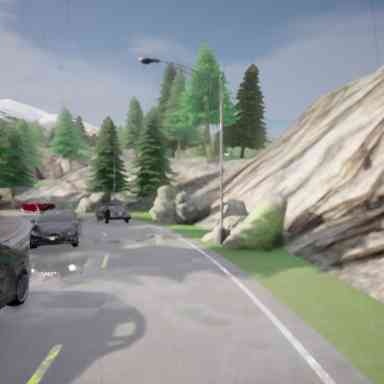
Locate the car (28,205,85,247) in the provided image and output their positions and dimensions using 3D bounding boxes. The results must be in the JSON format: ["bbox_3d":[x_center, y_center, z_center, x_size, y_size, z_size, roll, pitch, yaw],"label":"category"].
[{"bbox_3d":[-6.066,1.569,15.232,1.837,1.490,4.892,0,0,-16],"label":"car"}]

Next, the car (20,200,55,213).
[{"bbox_3d":[-18.243,1.654,39.239,5.008,1.535,1.882,0,0,32],"label":"car"}]

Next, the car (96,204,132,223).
[{"bbox_3d":[-6.310,1.640,26.441,2.033,1.411,5.357,0,0,-26],"label":"car"}]

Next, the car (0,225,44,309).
[{"bbox_3d":[-4.179,1.558,5.354,1.812,1.442,4.674,0,0,-6],"label":"car"}]
